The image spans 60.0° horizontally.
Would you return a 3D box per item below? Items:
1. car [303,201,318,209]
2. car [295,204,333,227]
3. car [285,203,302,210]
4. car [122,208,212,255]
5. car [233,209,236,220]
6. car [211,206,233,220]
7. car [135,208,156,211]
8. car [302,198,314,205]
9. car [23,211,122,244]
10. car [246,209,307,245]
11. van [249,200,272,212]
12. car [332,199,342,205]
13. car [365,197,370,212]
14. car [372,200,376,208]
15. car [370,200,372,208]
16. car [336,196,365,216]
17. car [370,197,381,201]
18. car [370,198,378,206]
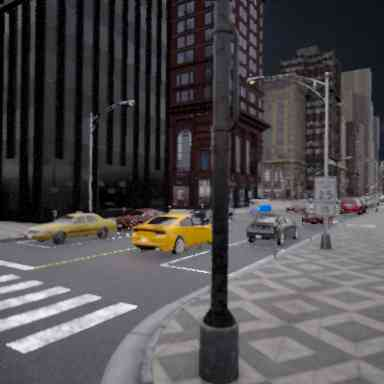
[{"bbox_3d":[22.180,2.360,62.011,1.802,1.307,4.206,1,0,32],"label":"car"},{"bbox_3d":[9.913,1.950,26.248,1.887,1.381,4.507,1,0,32],"label":"car"},{"bbox_3d":[13.606,2.156,43.096,1.895,1.301,4.718,0,0,32],"label":"car"},{"bbox_3d":[-0.517,1.693,14.632,1.882,1.535,5.008,0,0,32],"label":"car"},{"bbox_3d":[2.539,1.908,30.533,1.947,1.339,4.313,1,0,32],"label":"car"},{"bbox_3d":[0.811,1.839,22.738,1.994,1.385,4.181,0,0,32],"label":"car"},{"bbox_3d":[-3.072,1.768,21.540,1.887,1.381,4.507,1,0,32],"label":"car"},{"bbox_3d":[15.292,1.779,39.989,2.150,2.045,5.566,0,0,32],"label":"car"},{"bbox_3d":[-5.967,1.690,16.900,1.752,1.417,4.829,1,0,32],"label":"car"},{"bbox_3d":[4.197,1.835,17.087,2.008,1.369,4.403,1,0,32],"label":"car"},{"bbox_3d":[8.153,1.807,39.528,1.690,1.788,3.998,1,0,32],"label":"van"},{"bbox_3d":[38.026,2.658,87.401,1.802,1.307,4.206,1,0,32],"label":"car"},{"bbox_3d":[23.540,1.932,47.435,2.150,2.045,5.566,0,0,32],"label":"car"},{"bbox_3d":[35.637,2.548,67.471,1.802,1.307,4.206,1,0,32],"label":"car"},{"bbox_3d":[29.920,2.415,58.311,1.947,1.339,4.313,1,0,32],"label":"car"},{"bbox_3d":[19.835,1.842,41.497,2.150,2.045,5.566,0,0,32],"label":"car"},{"bbox_3d":[45.256,2.702,82.883,1.947,1.339,4.313,1,0,32],"label":"car"},{"bbox_3d":[41.356,2.637,76.634,1.947,1.339,4.313,1,0,32],"label":"car"}]
